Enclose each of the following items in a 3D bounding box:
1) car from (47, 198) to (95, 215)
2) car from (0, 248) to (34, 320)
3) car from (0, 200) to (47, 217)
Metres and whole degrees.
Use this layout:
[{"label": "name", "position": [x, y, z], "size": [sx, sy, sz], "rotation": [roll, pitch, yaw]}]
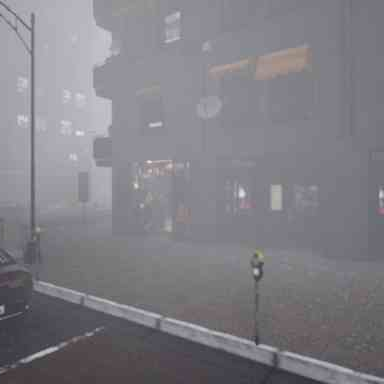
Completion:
[{"label": "car", "position": [-11.174, 1.255, 30.666], "size": [1.752, 1.417, 4.829], "rotation": [1, 1, 35]}, {"label": "car", "position": [-4.704, 1.553, 6.230], "size": [4.403, 1.369, 2.008], "rotation": [0, 0, 36]}, {"label": "car", "position": [-14.265, 1.355, 26.242], "size": [2.008, 1.369, 4.403], "rotation": [1, 1, 35]}]
